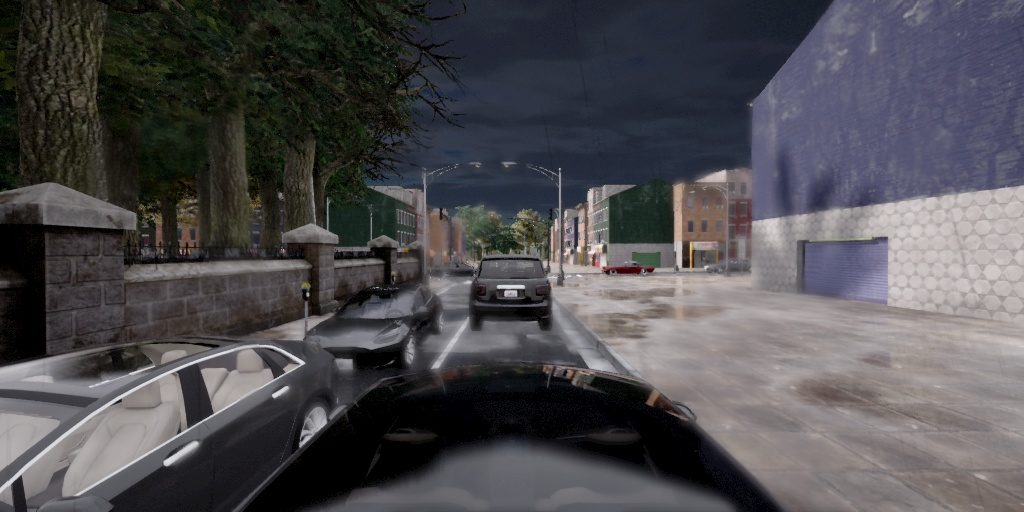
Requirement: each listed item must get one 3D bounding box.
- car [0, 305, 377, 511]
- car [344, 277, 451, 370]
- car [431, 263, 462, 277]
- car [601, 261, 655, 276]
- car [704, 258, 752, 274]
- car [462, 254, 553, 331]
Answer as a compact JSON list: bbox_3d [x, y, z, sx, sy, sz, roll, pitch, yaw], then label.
[{"bbox_3d":[-2.641,1.300,2.073,2.007,1.370,4.403,0,0,0],"label":"car"},{"bbox_3d":[-2.634,1.316,7.761,1.948,1.339,4.313,0,0,0],"label":"car"},{"bbox_3d":[-4.902,1.340,32.791,4.892,1.490,1.837,-1,2,-20],"label":"car"},{"bbox_3d":[10.993,1.187,34.334,4.718,1.301,1.895,-1,1,0],"label":"car"},{"bbox_3d":[21.030,0.943,34.319,4.902,1.511,2.128,-1,1,0],"label":"car"},{"bbox_3d":[-0.011,0.973,11.071,2.150,2.045,5.566,0,0,0],"label":"car"}]
